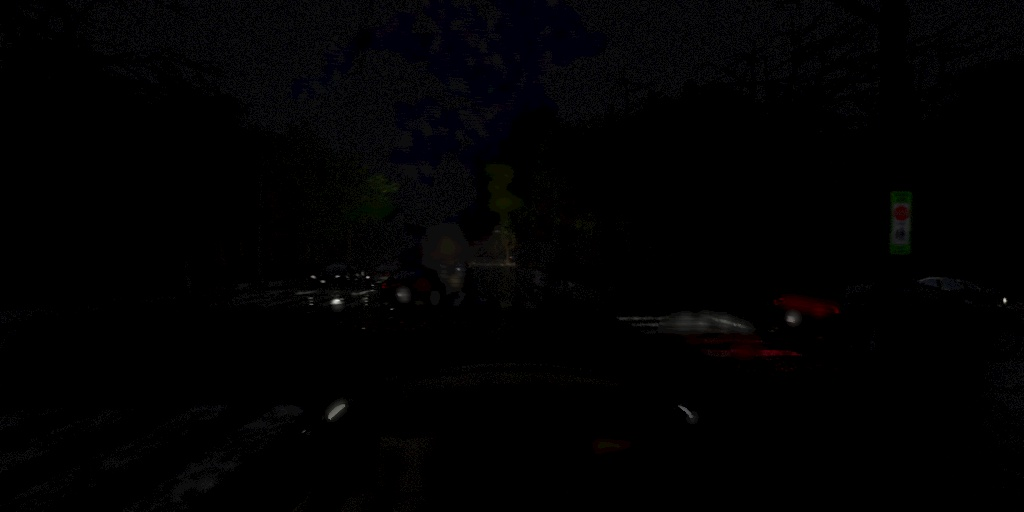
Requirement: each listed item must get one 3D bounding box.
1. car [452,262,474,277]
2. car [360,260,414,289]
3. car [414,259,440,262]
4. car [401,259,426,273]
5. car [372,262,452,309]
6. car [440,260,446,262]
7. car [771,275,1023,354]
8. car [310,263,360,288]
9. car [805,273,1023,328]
[{"bbox_3d":[-4.771,1.286,34.568,1.994,1.385,4.181,1,0,-3],"label":"car"},{"bbox_3d":[-7.668,1.209,22.641,1.812,1.442,4.674,1,0,-3],"label":"car"},{"bbox_3d":[-8.123,1.251,32.490,1.994,1.385,4.181,1,0,-3],"label":"car"},{"bbox_3d":[-11.825,1.164,43.226,1.837,1.490,4.892,1,0,-2],"label":"car"},{"bbox_3d":[-3.839,1.195,14.682,1.882,1.535,5.008,1,0,-3],"label":"car"},{"bbox_3d":[-8.550,1.217,42.577,1.812,1.442,4.674,1,0,-2],"label":"car"},{"bbox_3d":[8.813,1.305,8.369,5.008,1.535,1.882,1,-1,-6],"label":"car"},{"bbox_3d":[-10.928,1.176,22.749,1.812,1.442,4.674,1,0,-4],"label":"car"},{"bbox_3d":[12.662,1.351,11.490,4.902,1.511,2.128,1,0,-3],"label":"car"}]
